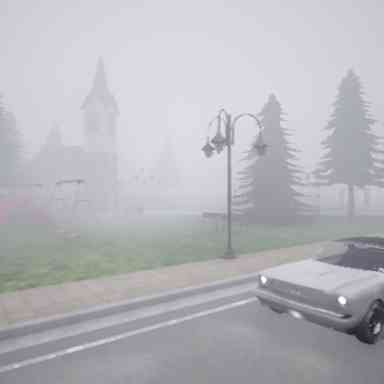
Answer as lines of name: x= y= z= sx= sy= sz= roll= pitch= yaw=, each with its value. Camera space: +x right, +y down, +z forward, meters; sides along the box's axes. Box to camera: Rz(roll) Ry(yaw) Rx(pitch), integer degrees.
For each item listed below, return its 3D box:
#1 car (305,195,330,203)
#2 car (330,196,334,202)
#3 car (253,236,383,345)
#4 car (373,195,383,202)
car: x=27.461 y=1.580 z=74.156 sx=2.007 sy=1.523 sz=4.514 roll=0 pitch=0 yaw=-37
car: x=29.944 y=1.571 z=76.073 sx=2.152 sy=1.636 sz=5.027 roll=0 pitch=0 yaw=-37
car: x=3.409 y=1.620 z=6.559 sx=4.718 sy=1.301 sz=1.895 roll=0 pitch=0 yaw=-37
car: x=44.028 y=1.523 z=77.002 sx=1.845 sy=1.501 sz=3.633 roll=0 pitch=0 yaw=-37
